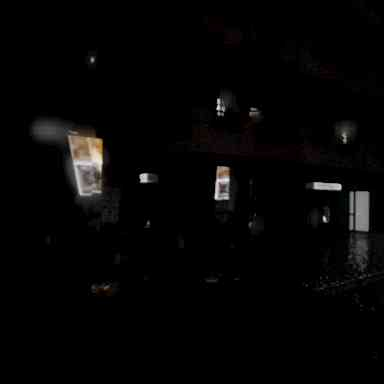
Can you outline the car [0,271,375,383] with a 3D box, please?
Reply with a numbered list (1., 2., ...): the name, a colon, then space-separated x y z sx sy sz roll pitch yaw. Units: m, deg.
1. car: -0.572 1.485 2.541 5.008 1.535 1.882 0 0 -36
